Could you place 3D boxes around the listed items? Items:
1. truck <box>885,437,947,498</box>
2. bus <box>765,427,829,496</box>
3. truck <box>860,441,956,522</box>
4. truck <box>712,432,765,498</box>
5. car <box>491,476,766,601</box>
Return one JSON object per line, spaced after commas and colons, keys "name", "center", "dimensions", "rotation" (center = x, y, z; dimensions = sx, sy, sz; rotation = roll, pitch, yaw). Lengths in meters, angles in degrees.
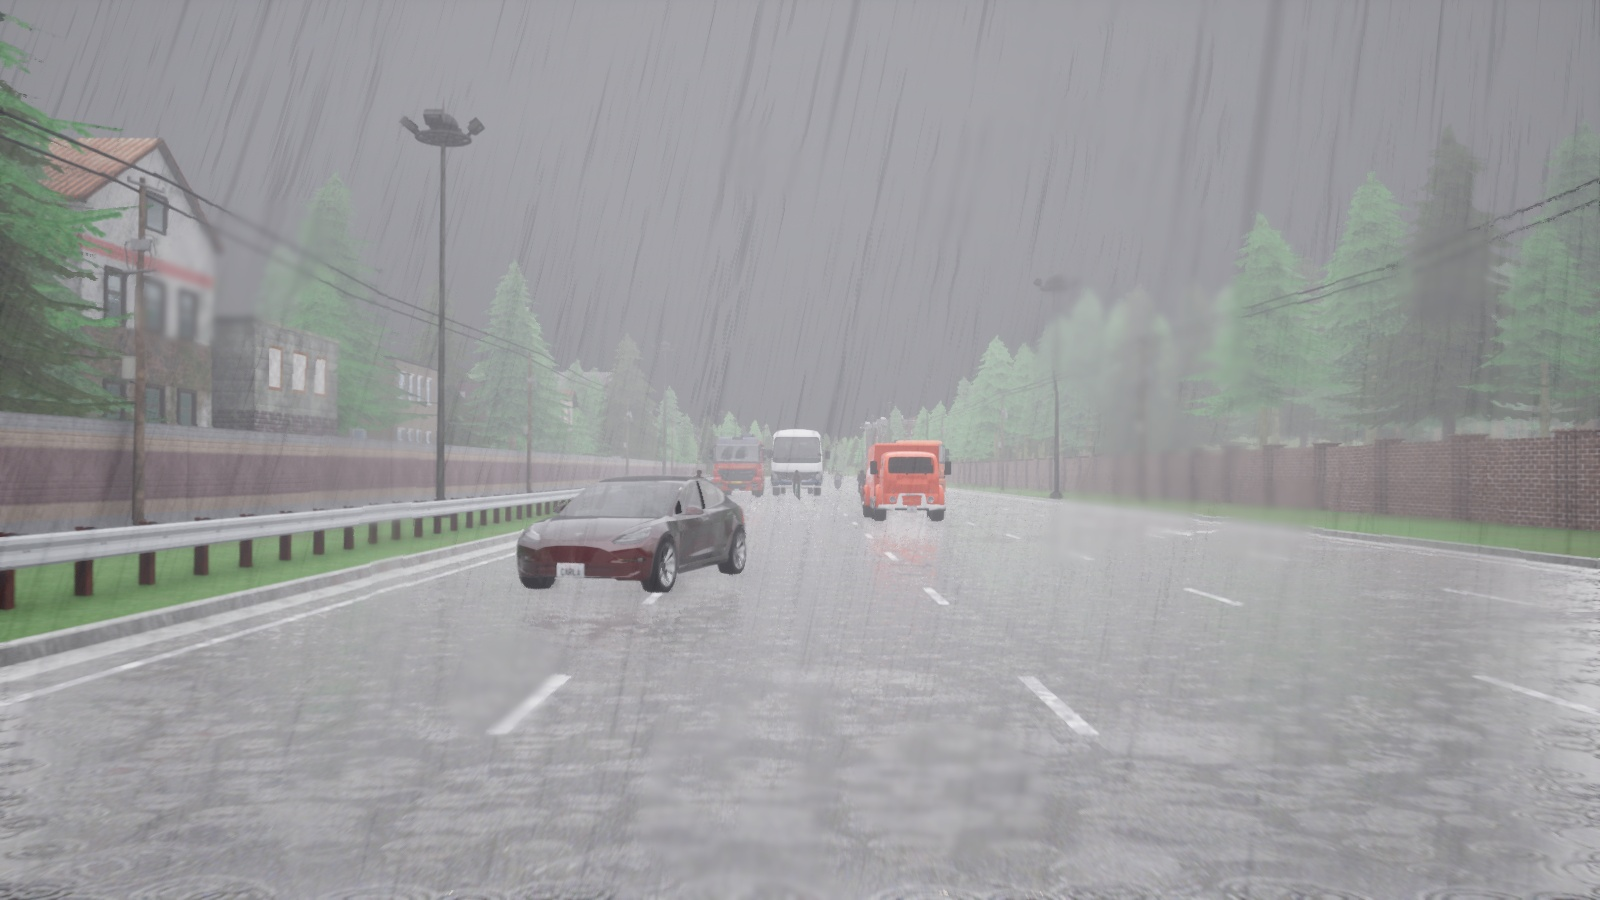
{"name": "truck", "center": [6.817, 1.058, 74.828], "dimensions": [2.891, 3.462, 7.936], "rotation": [0, -1, 0]}
{"name": "bus", "center": [-0.204, 0.824, 82.746], "dimensions": [3.944, 4.253, 10.273], "rotation": [0, -1, 0]}
{"name": "truck", "center": [3.400, 0.996, 40.740], "dimensions": [2.627, 2.467, 5.204], "rotation": [0, -1, 0]}
{"name": "truck", "center": [-3.691, 0.963, 77.584], "dimensions": [2.891, 3.827, 8.468], "rotation": [0, -1, 0]}
{"name": "car", "center": [-2.207, 1.121, 17.770], "dimensions": [2.163, 1.488, 4.792], "rotation": [0, -1, 15]}
